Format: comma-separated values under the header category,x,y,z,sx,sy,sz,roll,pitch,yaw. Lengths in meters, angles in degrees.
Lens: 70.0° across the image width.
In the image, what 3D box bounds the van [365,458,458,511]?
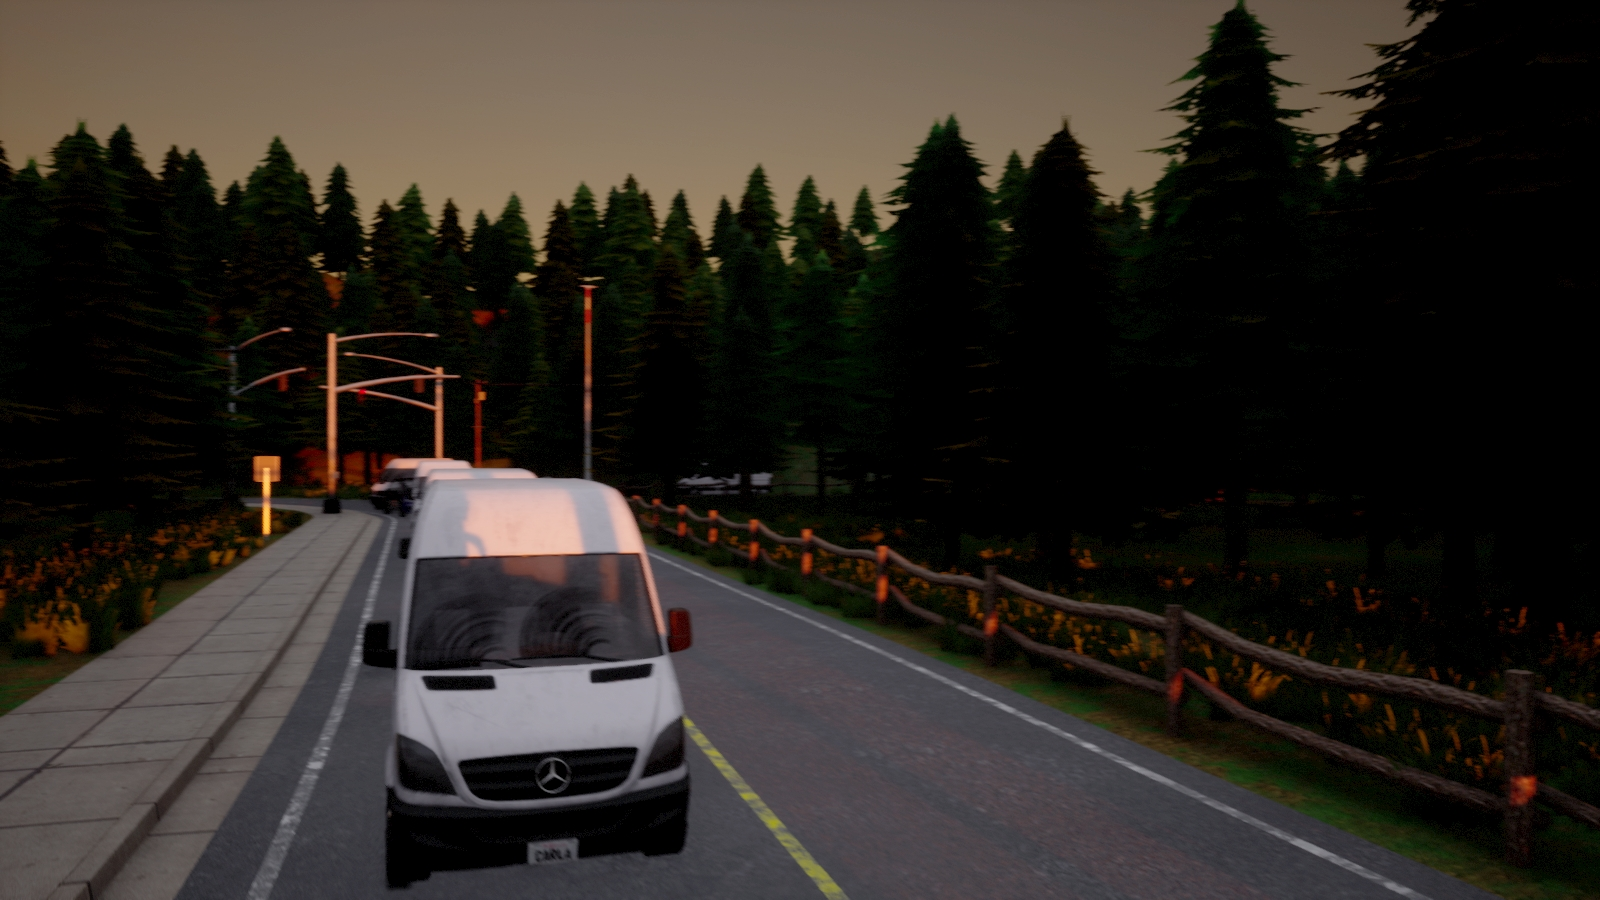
category,x,y,z,sx,sy,sz,roll,pitch,yaw
van,-19.738,1.670,58.400,1.988,2.561,5.915,0,0,9

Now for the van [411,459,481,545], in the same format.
category,x,y,z,sx,sy,sz,roll,pitch,yaw
van,-11.783,1.609,37.760,1.988,2.561,5.915,0,0,-19

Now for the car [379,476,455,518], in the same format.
category,x,y,z,sx,sy,sz,roll,pitch,yaw
car,-17.361,2.078,51.692,2.242,1.667,4.611,0,0,-32

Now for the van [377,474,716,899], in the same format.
category,x,y,z,sx,sy,sz,roll,pitch,yaw
van,-2.364,1.530,9.672,1.988,2.561,5.915,0,0,-17
